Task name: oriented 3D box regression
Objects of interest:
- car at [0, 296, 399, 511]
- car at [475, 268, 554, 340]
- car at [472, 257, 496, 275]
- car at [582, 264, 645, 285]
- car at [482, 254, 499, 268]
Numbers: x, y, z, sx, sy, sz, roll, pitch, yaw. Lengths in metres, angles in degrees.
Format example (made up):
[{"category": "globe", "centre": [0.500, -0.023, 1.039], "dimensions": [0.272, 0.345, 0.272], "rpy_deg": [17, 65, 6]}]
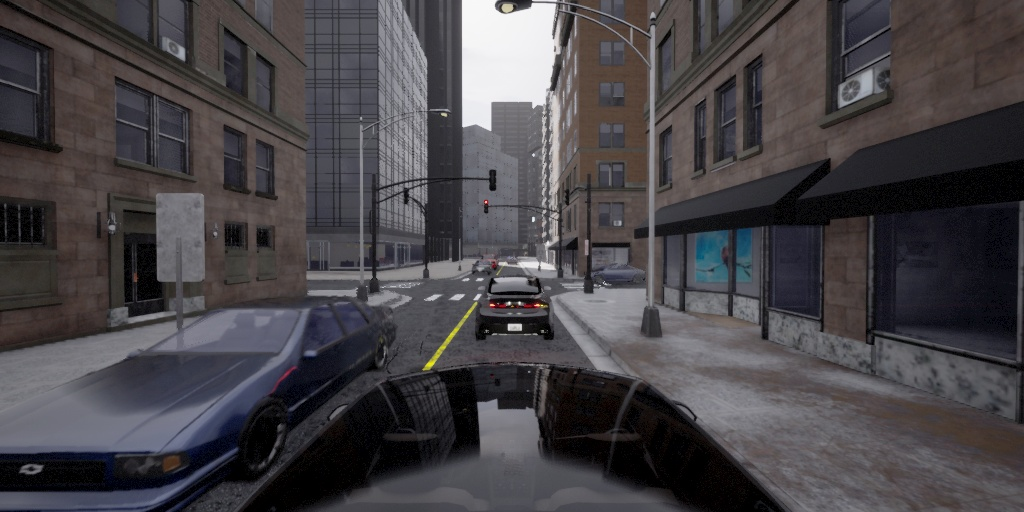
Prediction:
[{"category": "car", "centre": [-3.145, 1.297, 4.909], "dimensions": [2.033, 1.411, 5.357], "rpy_deg": [0, 0, -1]}, {"category": "car", "centre": [0.073, 1.252, 9.961], "dimensions": [1.837, 1.490, 4.892], "rpy_deg": [0, 0, 0]}, {"category": "car", "centre": [-3.124, 1.162, 37.952], "dimensions": [2.128, 1.511, 4.902], "rpy_deg": [0, 0, 0]}, {"category": "car", "centre": [7.085, 1.232, 25.138], "dimensions": [4.181, 1.385, 1.994], "rpy_deg": [0, 1, 0]}, {"category": "car", "centre": [-3.138, 0.808, 48.256], "dimensions": [2.150, 2.045, 5.566], "rpy_deg": [0, 1, 0]}]
